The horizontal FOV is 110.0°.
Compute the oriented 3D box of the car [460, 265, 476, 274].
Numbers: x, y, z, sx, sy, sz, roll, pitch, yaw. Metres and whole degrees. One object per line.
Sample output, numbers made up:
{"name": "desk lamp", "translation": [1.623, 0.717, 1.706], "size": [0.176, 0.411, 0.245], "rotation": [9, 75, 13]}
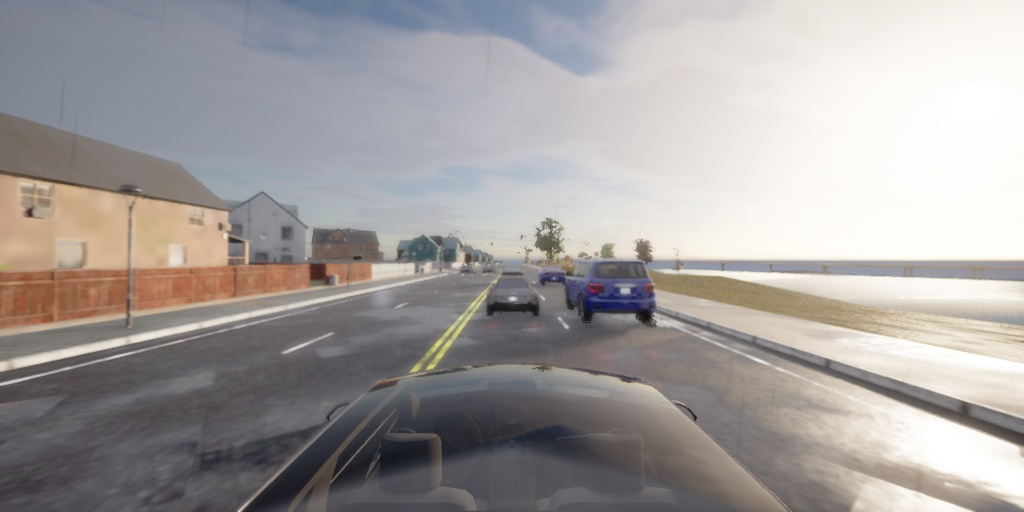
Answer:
{"name": "car", "translation": [-6.550, 2.014, 53.620], "size": [1.994, 1.385, 4.181], "rotation": [0, -1, 1]}

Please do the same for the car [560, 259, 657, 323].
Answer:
{"name": "car", "translation": [3.282, 1.119, 12.959], "size": [2.150, 2.045, 5.566], "rotation": [0, 0, 1]}

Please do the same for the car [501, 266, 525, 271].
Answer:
{"name": "car", "translation": [0.052, 1.605, 30.375], "size": [1.882, 1.535, 5.008], "rotation": [0, 0, 0]}

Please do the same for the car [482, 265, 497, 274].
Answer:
{"name": "car", "translation": [-3.299, 2.015, 53.684], "size": [1.994, 1.385, 4.181], "rotation": [0, -1, 1]}

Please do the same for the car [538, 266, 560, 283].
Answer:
{"name": "car", "translation": [3.302, 1.605, 30.357], "size": [1.882, 1.535, 5.008], "rotation": [0, 0, 0]}

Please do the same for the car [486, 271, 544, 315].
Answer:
{"name": "car", "translation": [0.048, 1.479, 14.403], "size": [1.994, 1.385, 4.181], "rotation": [0, -1, 1]}
